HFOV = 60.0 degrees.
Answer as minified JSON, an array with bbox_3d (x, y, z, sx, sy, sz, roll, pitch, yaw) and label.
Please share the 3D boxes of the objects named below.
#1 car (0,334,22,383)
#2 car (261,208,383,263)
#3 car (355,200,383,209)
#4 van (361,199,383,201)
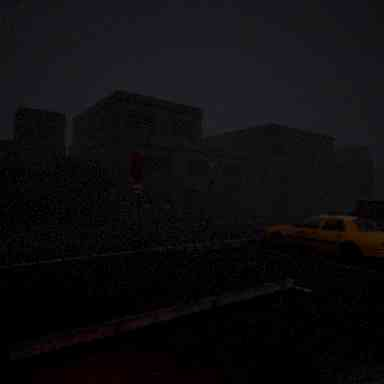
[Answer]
[{"bbox_3d":[-3.275,1.537,1.349,4.674,1.442,1.812,-1,0,-35],"label":"car"},{"bbox_3d":[4.938,1.480,12.132,1.946,1.575,5.366,0,0,-35],"label":"car"},{"bbox_3d":[7.440,1.375,13.650,2.185,1.767,4.553,0,0,-35],"label":"car"},{"bbox_3d":[9.963,1.305,15.345,1.878,1.987,4.442,1,0,-35],"label":"van"}]
